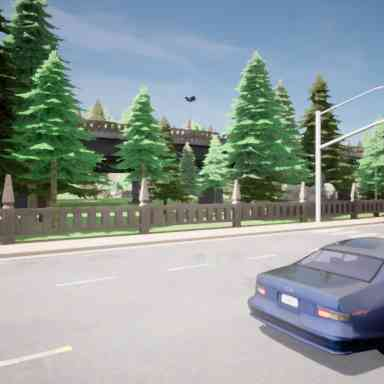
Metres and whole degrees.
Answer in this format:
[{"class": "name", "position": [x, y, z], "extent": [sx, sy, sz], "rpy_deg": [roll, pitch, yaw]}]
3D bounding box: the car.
[{"class": "car", "position": [3.496, 1.547, 5.918], "extent": [5.357, 1.411, 2.033], "rpy_deg": [0, 0, -31]}]
